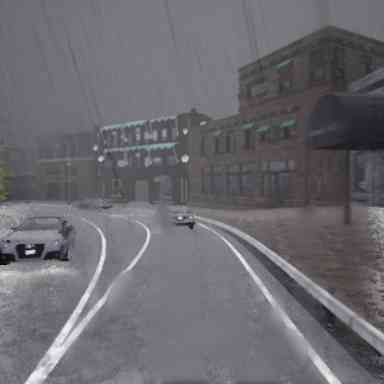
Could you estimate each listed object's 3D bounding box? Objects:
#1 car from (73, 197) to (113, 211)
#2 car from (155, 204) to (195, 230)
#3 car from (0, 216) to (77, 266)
[{"bbox_3d":[-10.997,1.316,36.680,5.357,1.411,2.033,0,2,40],"label":"car"},{"bbox_3d":[-1.129,1.423,20.332,2.033,1.411,5.357,-1,1,-11],"label":"car"},{"bbox_3d":[-5.226,1.574,11.723,1.994,1.385,4.181,-1,0,-14],"label":"car"}]
